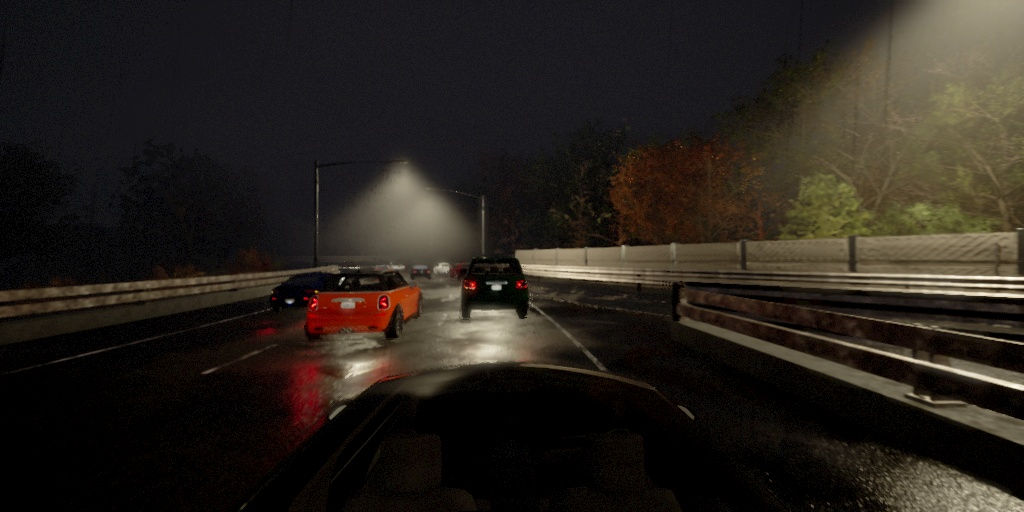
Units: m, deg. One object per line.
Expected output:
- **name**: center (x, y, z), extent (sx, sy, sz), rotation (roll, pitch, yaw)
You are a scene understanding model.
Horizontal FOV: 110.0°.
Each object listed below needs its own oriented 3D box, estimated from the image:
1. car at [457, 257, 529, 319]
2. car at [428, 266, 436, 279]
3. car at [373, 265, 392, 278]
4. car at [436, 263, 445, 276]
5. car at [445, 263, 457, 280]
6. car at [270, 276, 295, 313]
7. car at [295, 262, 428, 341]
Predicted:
- **car**: center (-0.737, 1.052, 13.356), extent (2.150, 2.045, 5.566), rotation (0, 0, -6)
- **car**: center (-9.230, 1.563, 35.919), extent (2.033, 1.411, 5.357), rotation (0, 0, -18)
- **car**: center (-14.599, 1.665, 40.353), extent (1.895, 1.301, 4.718), rotation (0, 0, -21)
- **car**: center (-8.339, 1.591, 43.411), extent (1.812, 1.442, 4.674), rotation (0, 0, -22)
- **car**: center (-4.730, 1.469, 34.417), extent (1.882, 1.535, 5.008), rotation (0, -1, -22)
- **car**: center (-7.914, 1.390, 14.599), extent (1.812, 1.442, 4.674), rotation (0, 0, -7)
- **car**: center (-3.958, 1.175, 10.402), extent (2.097, 1.767, 4.553), rotation (0, 0, -5)
